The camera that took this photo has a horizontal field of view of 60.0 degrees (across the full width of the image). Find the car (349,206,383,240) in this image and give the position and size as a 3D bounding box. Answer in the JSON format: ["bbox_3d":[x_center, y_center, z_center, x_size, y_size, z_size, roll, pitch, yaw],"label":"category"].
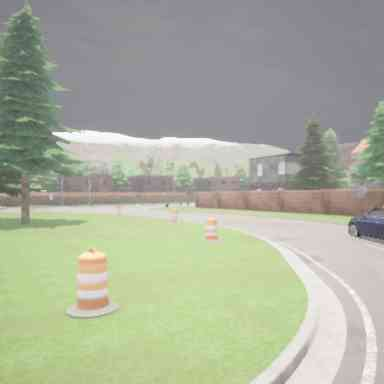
[{"bbox_3d":[9.273,1.399,15.483,2.097,1.767,4.553,-1,0,-2],"label":"car"}]
